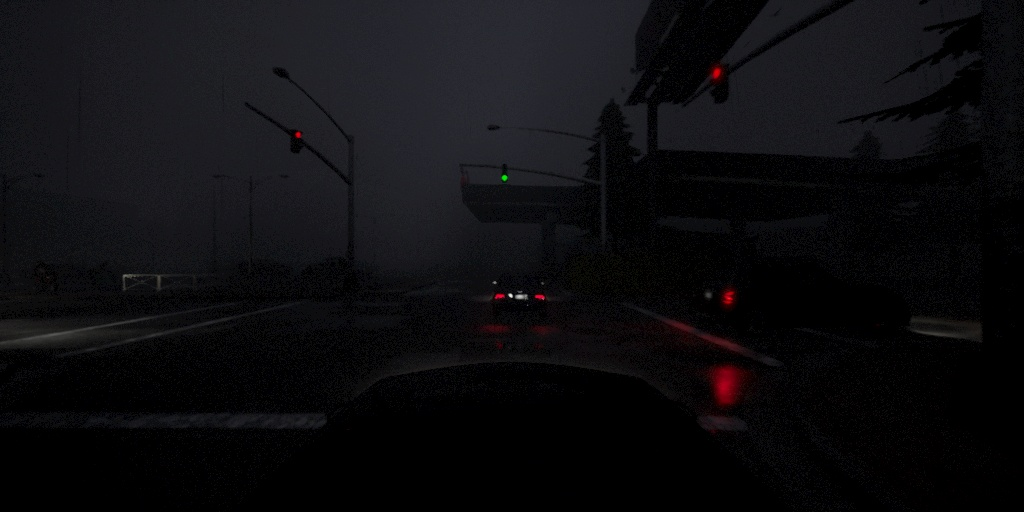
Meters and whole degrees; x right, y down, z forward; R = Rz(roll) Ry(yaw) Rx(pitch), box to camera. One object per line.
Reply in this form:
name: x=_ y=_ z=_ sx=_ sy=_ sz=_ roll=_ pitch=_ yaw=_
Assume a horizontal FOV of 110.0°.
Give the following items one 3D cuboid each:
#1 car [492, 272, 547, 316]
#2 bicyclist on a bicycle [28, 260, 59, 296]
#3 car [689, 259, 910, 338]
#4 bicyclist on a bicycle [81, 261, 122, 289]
car: x=0.251 y=1.299 z=13.356 sx=2.033 sy=1.411 sz=5.357 roll=1 pitch=0 yaw=0
bicyclist on a bicycle: x=-21.135 y=0.996 z=16.162 sx=1.656 sy=1.620 sz=0.582 roll=0 pitch=0 yaw=7
car: x=7.195 y=0.968 z=9.271 sx=4.553 sy=1.767 sz=2.097 roll=-2 pitch=0 yaw=0
bicyclist on a bicycle: x=-24.348 y=1.148 z=21.307 sx=1.656 sy=1.620 sz=0.582 roll=1 pitch=-1 yaw=-41
